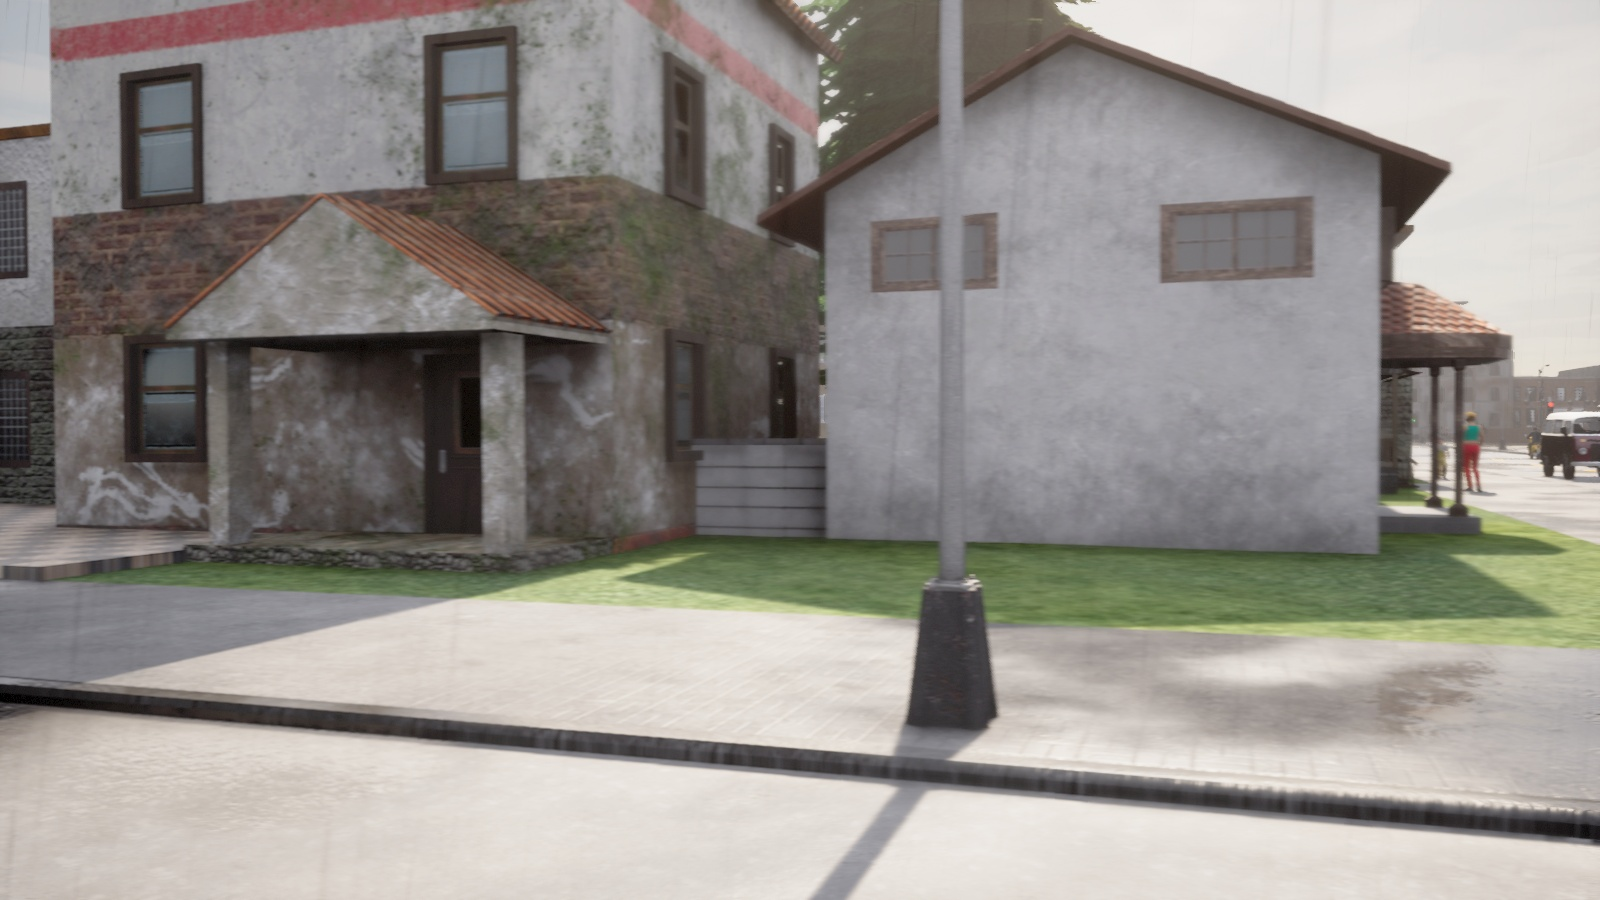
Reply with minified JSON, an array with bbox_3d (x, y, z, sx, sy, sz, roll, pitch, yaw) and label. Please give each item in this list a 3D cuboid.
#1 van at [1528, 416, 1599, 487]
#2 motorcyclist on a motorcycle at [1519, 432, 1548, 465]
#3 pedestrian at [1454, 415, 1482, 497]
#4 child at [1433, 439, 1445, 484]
[{"bbox_3d":[23.851,0.022,38.219,2.069,2.038,4.480,0,1,19],"label":"van"},{"bbox_3d":[35.809,-0.074,61.296,0.866,1.590,1.817,0,1,19],"label":"motorcyclist on a motorcycle"},{"bbox_3d":[15.121,0.135,28.439,0.345,1.836,0.594,0,1,5],"label":"pedestrian"},{"bbox_3d":[17.908,0.317,35.193,0.270,1.263,0.437,1,1,25],"label":"child"}]
